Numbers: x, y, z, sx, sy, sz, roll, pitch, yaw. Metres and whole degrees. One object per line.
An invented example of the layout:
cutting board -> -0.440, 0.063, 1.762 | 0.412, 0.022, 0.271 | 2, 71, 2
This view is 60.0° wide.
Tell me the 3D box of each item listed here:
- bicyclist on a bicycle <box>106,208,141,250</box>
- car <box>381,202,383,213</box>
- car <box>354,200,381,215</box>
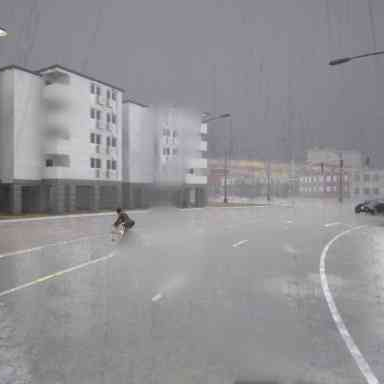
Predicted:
bicyclist on a bicycle -> -2.726, 1.453, 13.115 | 1.656, 1.620, 0.582 | -1, 0, 23
car -> 20.223, 1.505, 31.247 | 4.892, 1.490, 1.837 | 0, 0, -34
car -> 18.804, 1.564, 34.506 | 4.181, 1.385, 1.994 | 0, 0, -33
